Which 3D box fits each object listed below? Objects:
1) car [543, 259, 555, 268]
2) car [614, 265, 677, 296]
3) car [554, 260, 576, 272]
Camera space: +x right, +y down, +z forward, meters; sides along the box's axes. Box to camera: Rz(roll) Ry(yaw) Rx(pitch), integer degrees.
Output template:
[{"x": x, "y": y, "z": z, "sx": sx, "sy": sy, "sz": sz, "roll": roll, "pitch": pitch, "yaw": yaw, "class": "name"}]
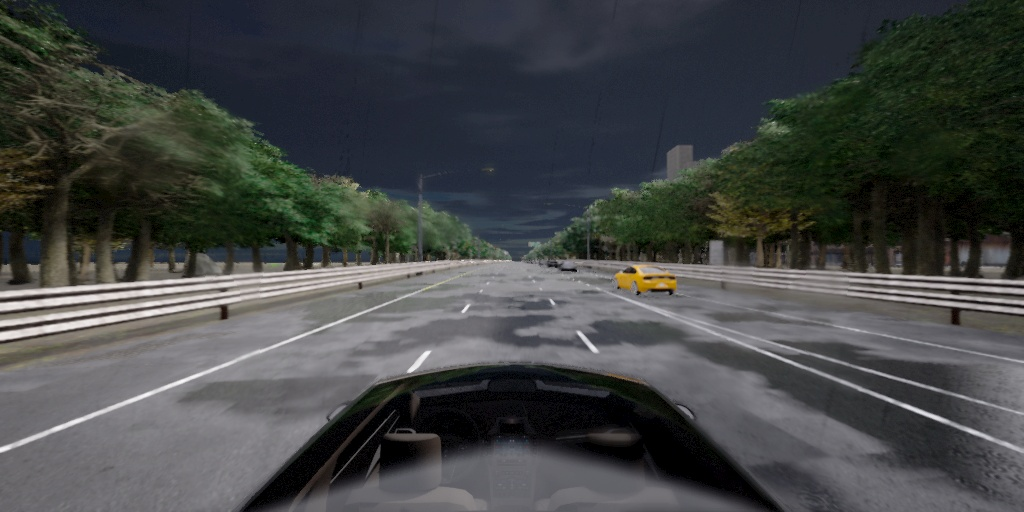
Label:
[{"x": 7.079, "y": 1.364, "z": 63.820, "sx": 1.837, "sy": 1.490, "sz": 4.892, "roll": 0, "pitch": 0, "yaw": 0, "class": "car"}, {"x": 7.078, "y": 1.232, "z": 19.540, "sx": 1.882, "sy": 1.535, "sz": 5.008, "roll": 0, "pitch": 0, "yaw": -1, "class": "car"}, {"x": 7.021, "y": 1.331, "z": 46.095, "sx": 1.994, "sy": 1.385, "sz": 4.181, "roll": 0, "pitch": 0, "yaw": 0, "class": "car"}]
